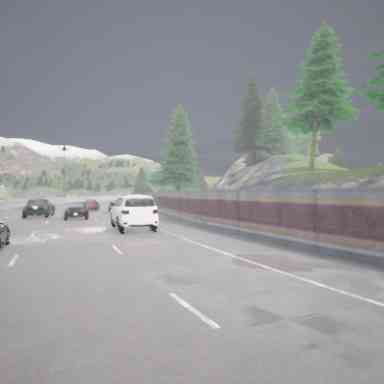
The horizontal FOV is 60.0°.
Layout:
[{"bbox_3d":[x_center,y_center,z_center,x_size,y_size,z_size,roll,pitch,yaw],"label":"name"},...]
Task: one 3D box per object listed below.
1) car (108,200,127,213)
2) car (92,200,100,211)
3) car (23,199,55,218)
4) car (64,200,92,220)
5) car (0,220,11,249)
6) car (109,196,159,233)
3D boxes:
[{"bbox_3d":[-8.434,1.634,37.889,1.895,1.301,4.718,0,0,-11],"label":"car"},{"bbox_3d":[-12.531,1.610,41.121,1.994,1.385,4.181,0,0,-10],"label":"car"},{"bbox_3d":[-13.952,1.400,30.579,2.097,1.767,4.553,0,0,-14],"label":"car"},{"bbox_3d":[-9.715,1.560,28.228,1.812,1.442,4.674,0,0,-15],"label":"car"},{"bbox_3d":[-8.303,1.590,12.824,1.994,1.385,4.181,0,0,-22],"label":"car"},{"bbox_3d":[-3.570,1.236,20.047,2.150,2.045,5.566,0,0,-20],"label":"car"}]
